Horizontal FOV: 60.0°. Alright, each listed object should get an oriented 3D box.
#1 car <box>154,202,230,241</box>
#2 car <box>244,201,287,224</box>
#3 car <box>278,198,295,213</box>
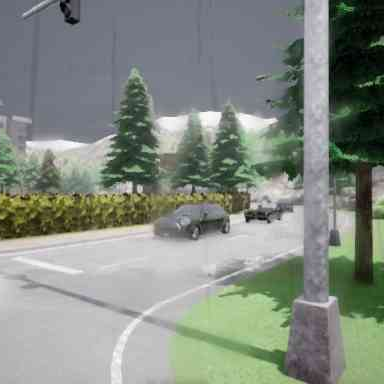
[{"bbox_3d":[0.110,1.341,16.884,2.097,1.767,4.553,0,0,34],"label":"car"},{"bbox_3d":[5.525,1.589,25.292,1.895,1.301,4.718,0,0,28],"label":"car"},{"bbox_3d":[10.221,1.490,36.649,1.837,1.490,4.892,0,0,16],"label":"car"}]
